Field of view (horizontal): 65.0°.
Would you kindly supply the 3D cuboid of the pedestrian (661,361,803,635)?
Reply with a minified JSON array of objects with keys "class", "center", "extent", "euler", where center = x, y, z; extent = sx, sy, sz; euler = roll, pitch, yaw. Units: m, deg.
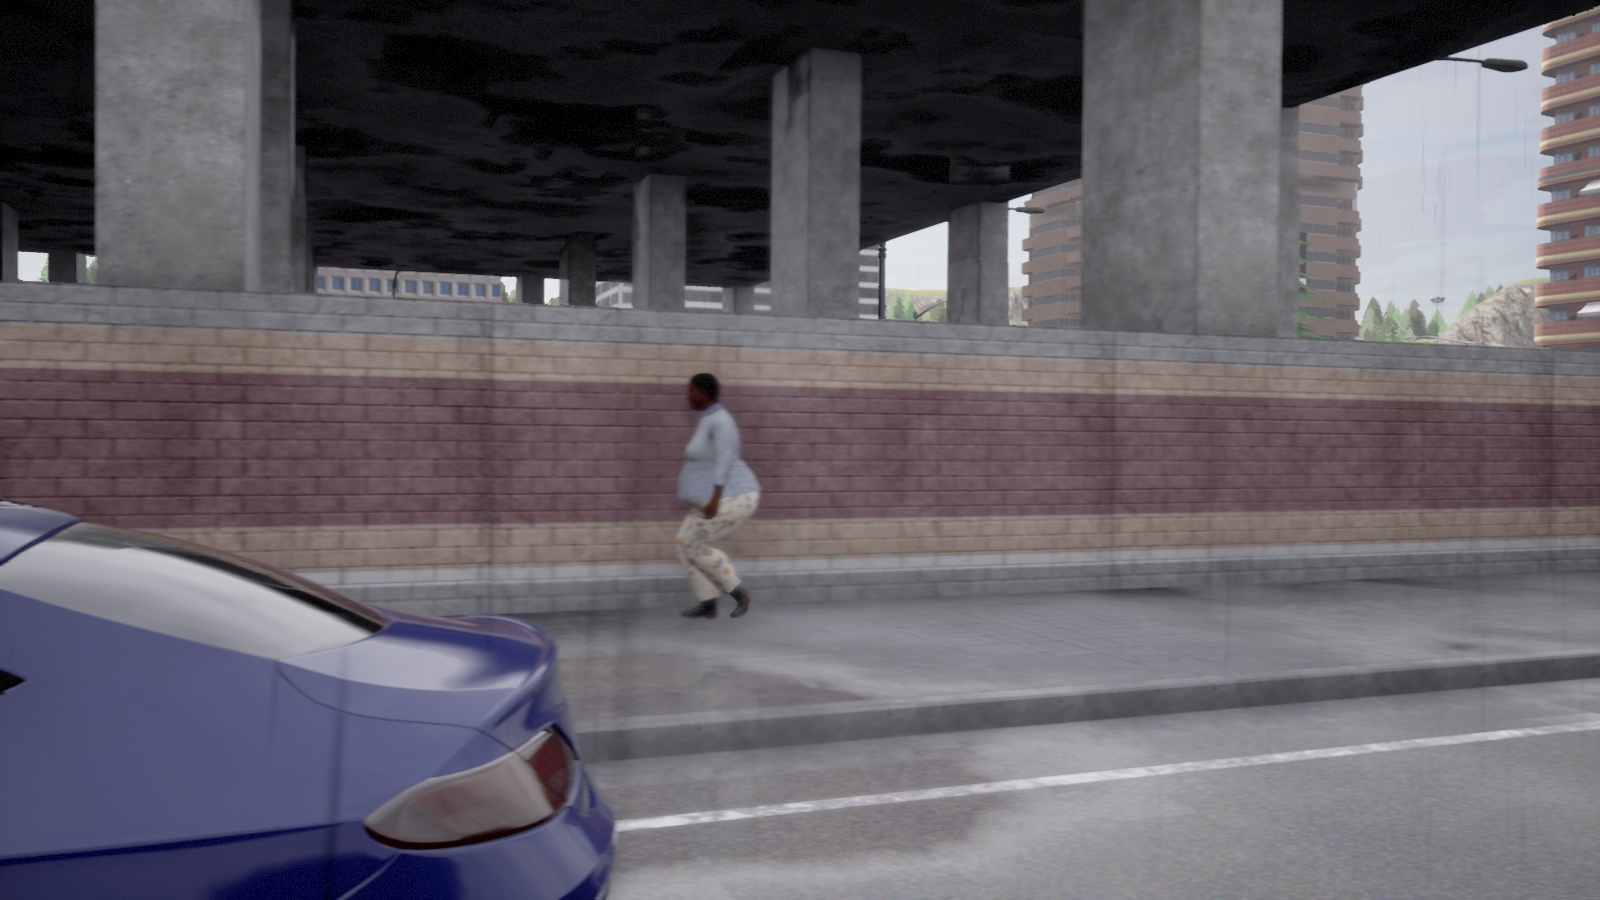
[{"class":"pedestrian","center":[-0.508,0.317,9.025],"extent":[0.900,1.855,0.874],"euler":[-1,1,-10]}]

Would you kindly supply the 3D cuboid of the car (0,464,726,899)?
[{"class":"car","center":[-2.636,0.816,2.239],"extent":[4.674,1.442,1.812],"euler":[-1,1,-21]}]
